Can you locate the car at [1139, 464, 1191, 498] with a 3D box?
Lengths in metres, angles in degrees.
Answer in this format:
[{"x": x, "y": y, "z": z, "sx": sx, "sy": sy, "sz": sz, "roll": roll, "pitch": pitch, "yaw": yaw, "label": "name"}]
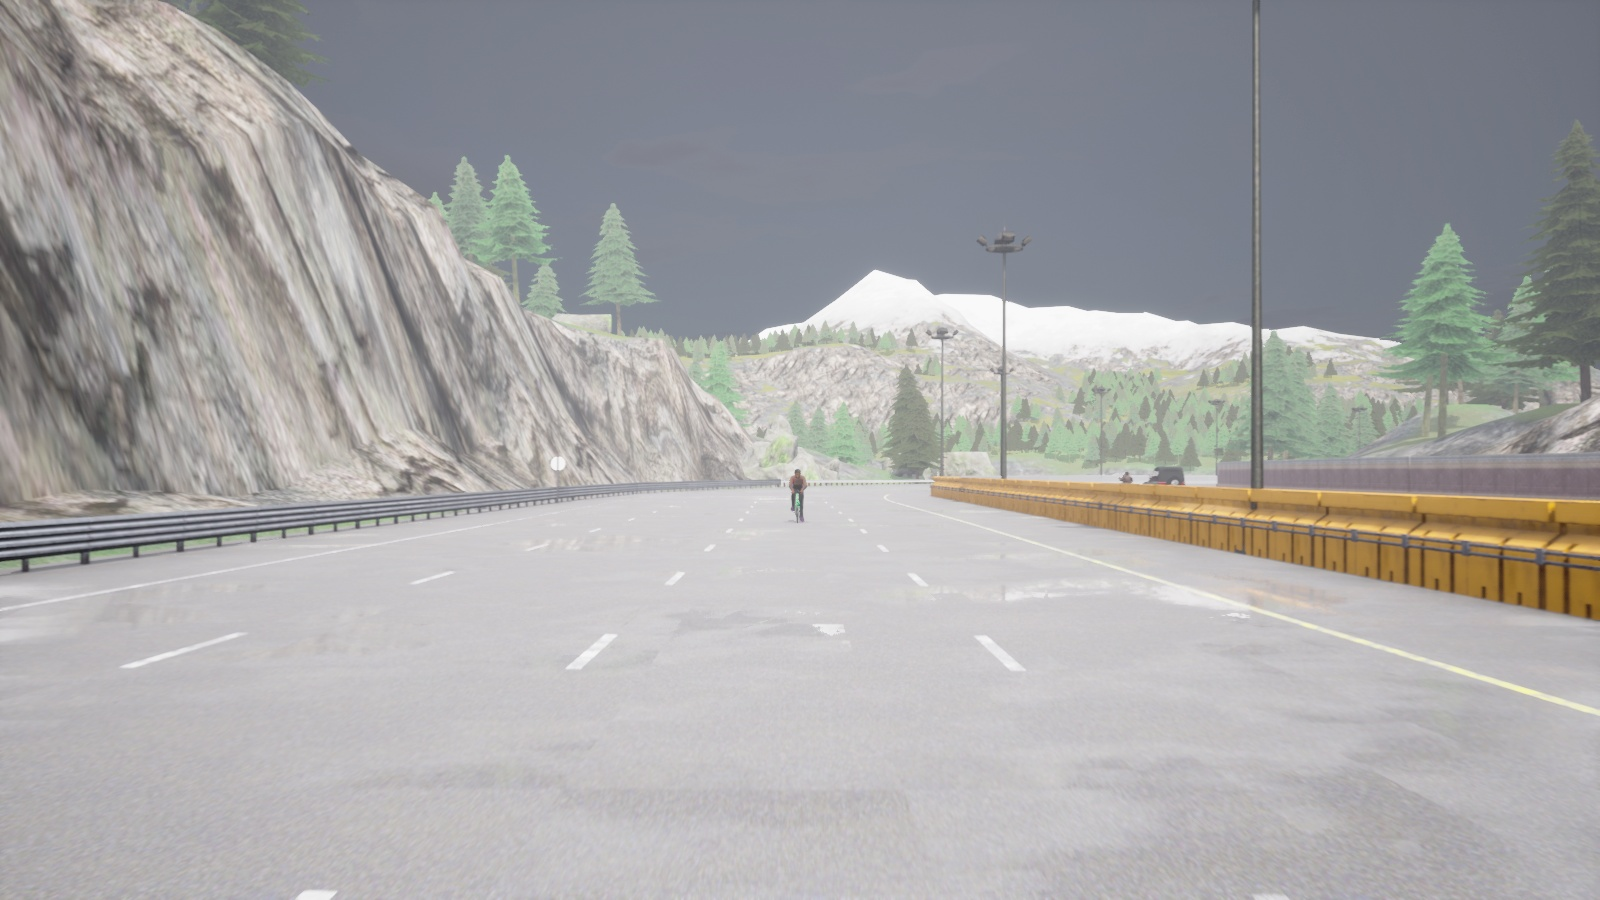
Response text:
[{"x": 20.682, "y": 1.721, "z": 71.283, "sx": 1.905, "sy": 1.878, "sz": 3.866, "roll": 0, "pitch": -1, "yaw": 2, "label": "car"}]
